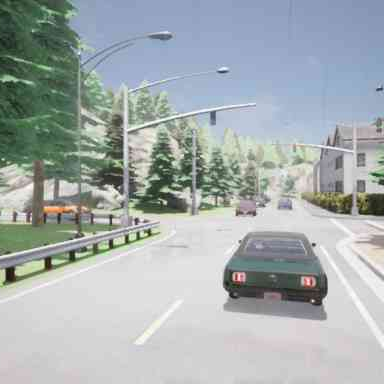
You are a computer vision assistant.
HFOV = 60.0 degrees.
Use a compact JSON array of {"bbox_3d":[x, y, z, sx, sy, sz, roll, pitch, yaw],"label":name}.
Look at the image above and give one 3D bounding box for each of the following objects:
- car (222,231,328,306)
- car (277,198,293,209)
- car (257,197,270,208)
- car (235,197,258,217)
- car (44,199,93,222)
[{"bbox_3d":[2.059,1.600,8.143,1.895,1.301,4.718,0,0,16],"label":"car"},{"bbox_3d":[12.602,1.541,45.107,2.033,1.411,5.357,0,0,16],"label":"car"},{"bbox_3d":[9.599,1.486,48.022,2.128,1.511,4.902,0,0,16],"label":"car"},{"bbox_3d":[5.138,1.522,31.632,1.812,1.442,4.674,0,0,11],"label":"car"},{"bbox_3d":[-10.268,1.367,26.567,4.553,1.767,2.097,0,0,16],"label":"car"}]
